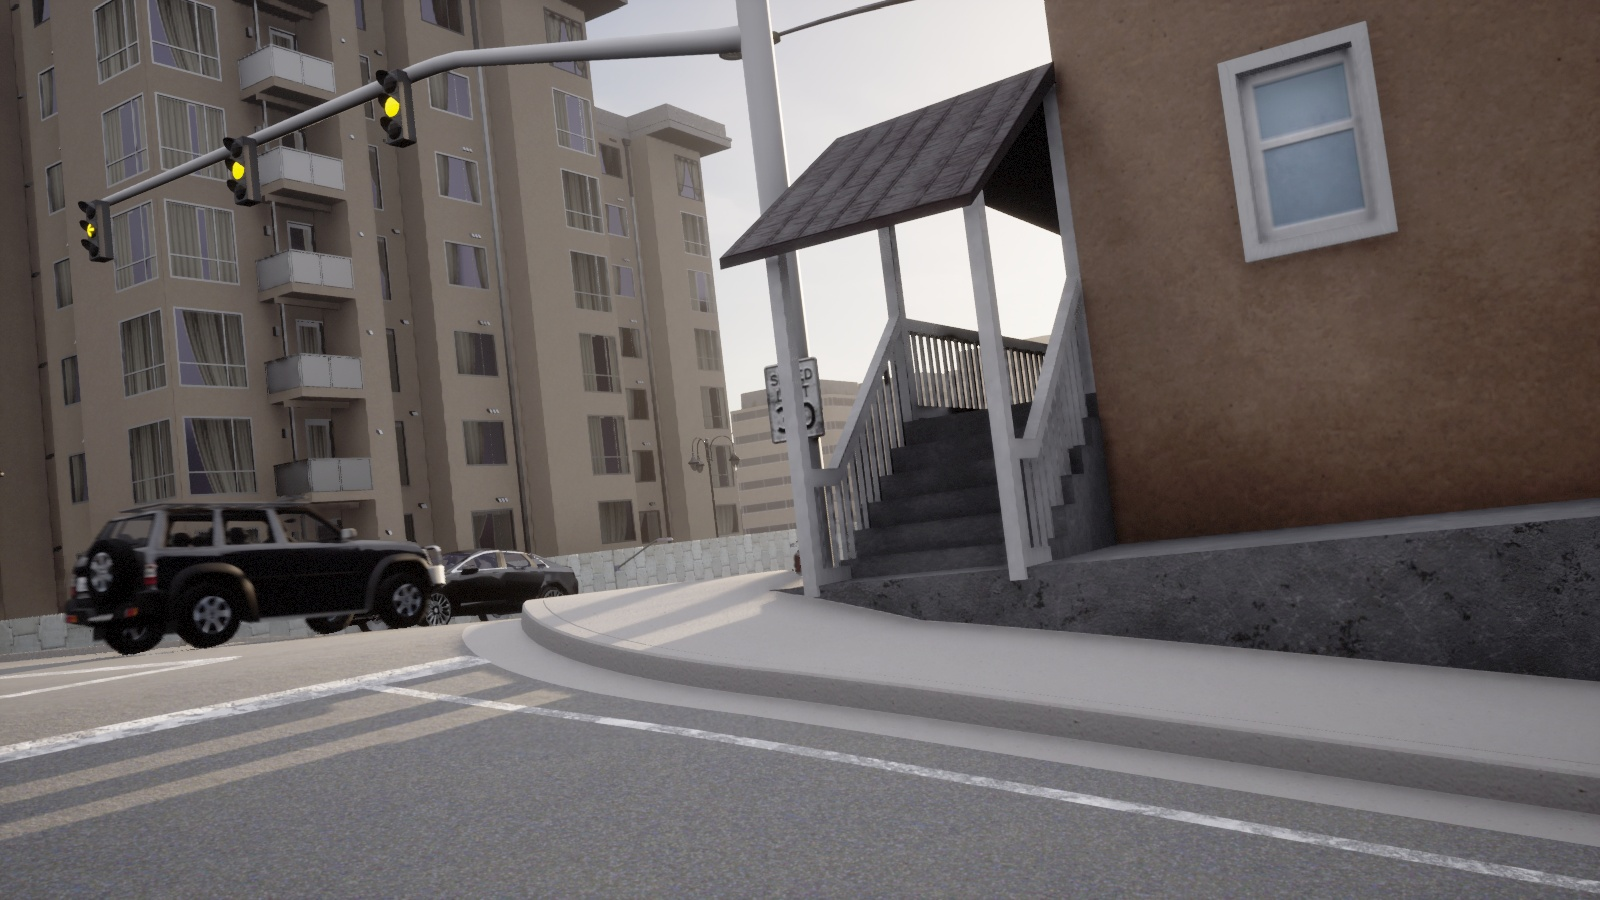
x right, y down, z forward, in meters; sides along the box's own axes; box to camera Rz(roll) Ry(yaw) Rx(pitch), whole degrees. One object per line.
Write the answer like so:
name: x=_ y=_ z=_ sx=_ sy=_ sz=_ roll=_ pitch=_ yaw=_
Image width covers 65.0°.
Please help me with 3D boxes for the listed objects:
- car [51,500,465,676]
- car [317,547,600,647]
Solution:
car: x=-6.948 y=1.719 z=16.593 sx=1.932 sy=1.855 sz=4.605 roll=-10 pitch=-7 yaw=33
car: x=-6.309 y=2.718 z=23.755 sx=2.128 sy=1.511 sz=4.902 roll=-10 pitch=-9 yaw=33
